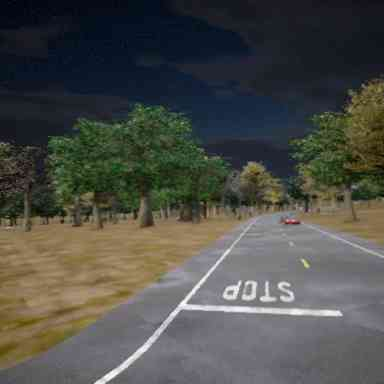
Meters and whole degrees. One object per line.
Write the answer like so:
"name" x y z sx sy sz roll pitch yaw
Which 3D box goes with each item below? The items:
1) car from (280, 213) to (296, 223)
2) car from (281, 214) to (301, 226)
"car" 14.771 4.026 51.323 1.994 1.385 4.181 -2 -3 13
"car" 13.011 3.610 43.257 1.994 1.385 4.181 -2 -3 13
